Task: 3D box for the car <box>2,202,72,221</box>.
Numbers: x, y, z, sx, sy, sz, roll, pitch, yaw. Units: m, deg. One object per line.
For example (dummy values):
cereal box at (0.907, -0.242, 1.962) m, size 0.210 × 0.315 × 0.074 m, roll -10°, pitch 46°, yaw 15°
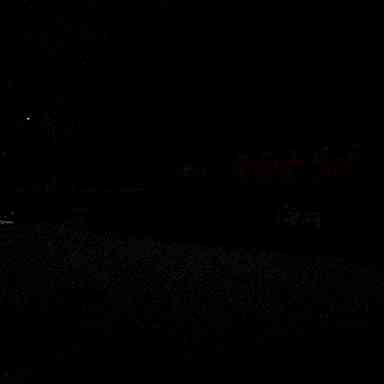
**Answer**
car at (-12.823, 1.546, 27.921) m, size 2.033 × 1.411 × 5.357 m, roll -1°, pitch 0°, yaw 36°
